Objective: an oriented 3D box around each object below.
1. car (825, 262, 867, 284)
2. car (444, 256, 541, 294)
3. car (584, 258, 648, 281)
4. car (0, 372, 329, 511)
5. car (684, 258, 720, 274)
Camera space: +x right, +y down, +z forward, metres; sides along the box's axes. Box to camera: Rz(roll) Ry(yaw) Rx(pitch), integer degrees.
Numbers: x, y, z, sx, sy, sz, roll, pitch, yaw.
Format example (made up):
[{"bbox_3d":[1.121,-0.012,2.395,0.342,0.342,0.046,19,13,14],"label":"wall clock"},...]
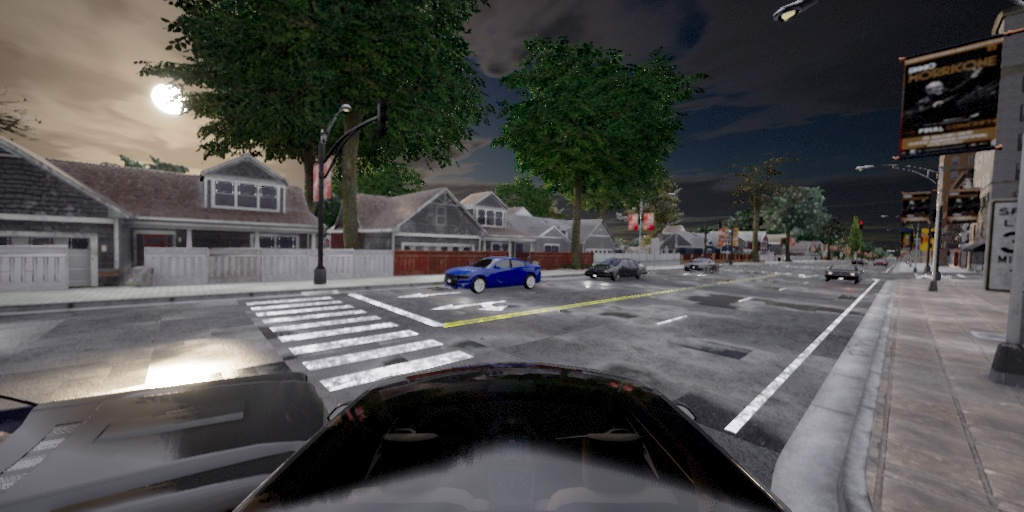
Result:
[{"bbox_3d":[25.592,1.333,27.570,4.718,1.301,1.895,0,3,-43],"label":"car"},{"bbox_3d":[-0.775,0.766,16.667,5.008,1.535,1.882,0,3,-43],"label":"car"},{"bbox_3d":[7.067,0.834,23.889,5.357,1.411,2.033,0,3,-43],"label":"car"},{"bbox_3d":[-3.328,1.308,1.540,4.718,1.301,1.895,0,2,-33],"label":"car"},{"bbox_3d":[17.932,0.858,33.815,4.181,1.385,1.994,0,2,-42],"label":"car"}]
